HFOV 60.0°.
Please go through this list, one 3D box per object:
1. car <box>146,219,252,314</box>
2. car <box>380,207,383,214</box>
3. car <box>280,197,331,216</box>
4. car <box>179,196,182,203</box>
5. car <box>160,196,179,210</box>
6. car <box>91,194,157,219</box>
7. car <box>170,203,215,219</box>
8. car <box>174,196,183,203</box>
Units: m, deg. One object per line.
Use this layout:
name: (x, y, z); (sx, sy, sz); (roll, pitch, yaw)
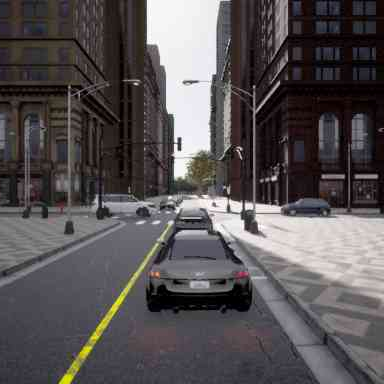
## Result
car: (0.110, 1.564, 7.724); (1.994, 1.385, 4.181); (0, 0, -1)
car: (20.525, 1.630, 32.076); (4.181, 1.385, 1.994); (0, 0, 0)
car: (10.869, 1.388, 32.115); (4.553, 1.767, 2.097); (0, 0, 1)
car: (-3.081, 1.494, 52.850); (2.128, 1.511, 4.902); (0, 0, 0)
car: (-3.083, 1.547, 43.089); (2.033, 1.411, 5.357); (0, 0, 0)
car: (-5.858, 1.211, 28.886); (5.566, 2.045, 2.150); (0, 0, 0)
car: (0.064, 1.505, 16.632); (1.837, 1.490, 4.892); (0, 0, 0)
car: (-2.986, 1.549, 73.497); (1.812, 1.442, 4.674); (0, 0, 0)
